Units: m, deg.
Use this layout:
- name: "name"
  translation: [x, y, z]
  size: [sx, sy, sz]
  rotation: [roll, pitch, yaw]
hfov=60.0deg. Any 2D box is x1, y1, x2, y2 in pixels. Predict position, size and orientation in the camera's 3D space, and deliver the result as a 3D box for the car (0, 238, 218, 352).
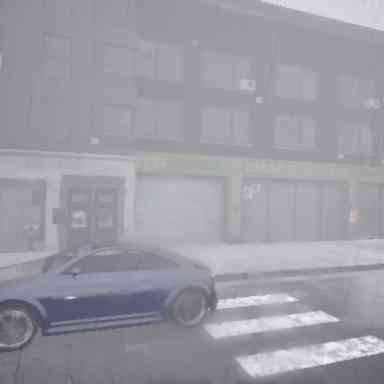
- name: "car"
  translation: [-1.645, 1.566, 5.934]
  size: [4.181, 1.385, 1.994]
  rotation: [1, 0, -19]
